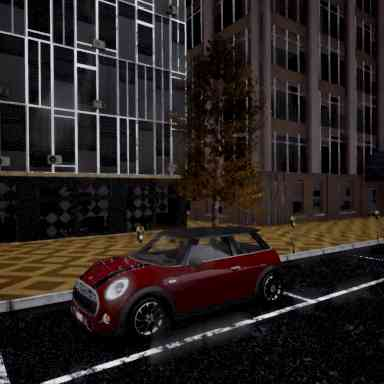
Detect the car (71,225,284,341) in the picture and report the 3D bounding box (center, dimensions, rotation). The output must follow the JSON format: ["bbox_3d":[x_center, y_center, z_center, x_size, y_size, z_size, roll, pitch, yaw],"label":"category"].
[{"bbox_3d":[-0.156,1.439,6.429,4.097,1.590,1.967,0,-1,-35],"label":"car"}]
